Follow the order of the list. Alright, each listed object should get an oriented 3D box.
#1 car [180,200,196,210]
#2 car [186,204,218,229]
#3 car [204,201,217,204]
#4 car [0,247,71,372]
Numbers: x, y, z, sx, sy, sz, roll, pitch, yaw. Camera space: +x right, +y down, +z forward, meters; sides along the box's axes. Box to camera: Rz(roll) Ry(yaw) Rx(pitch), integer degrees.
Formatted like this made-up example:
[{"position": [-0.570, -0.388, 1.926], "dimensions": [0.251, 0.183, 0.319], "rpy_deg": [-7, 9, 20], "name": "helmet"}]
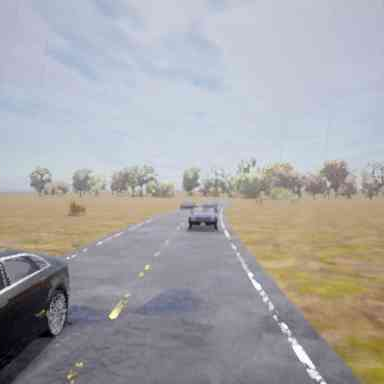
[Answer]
[{"position": [-0.477, 1.808, 45.795], "dimensions": [1.994, 1.385, 4.181], "rpy_deg": [0, 0, 6], "name": "car"}, {"position": [0.802, 1.726, 22.914], "dimensions": [1.895, 1.301, 4.718], "rpy_deg": [0, 0, 3], "name": "car"}, {"position": [2.257, 1.773, 41.526], "dimensions": [2.033, 1.411, 5.357], "rpy_deg": [0, 0, 6], "name": "car"}, {"position": [-3.039, 1.510, 3.871], "dimensions": [2.128, 1.511, 4.902], "rpy_deg": [0, 0, 1], "name": "car"}]
